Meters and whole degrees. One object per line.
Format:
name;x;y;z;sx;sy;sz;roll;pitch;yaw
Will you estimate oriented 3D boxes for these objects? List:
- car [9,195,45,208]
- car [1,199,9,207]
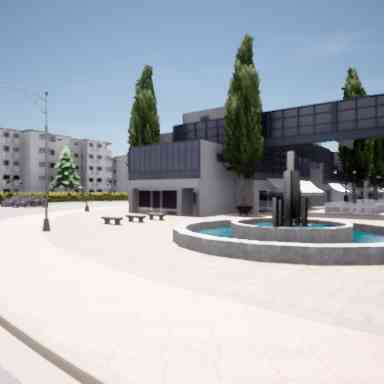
car;-22.054;1.412;45.806;1.837;1.490;4.892;0;-1;18
car;-24.992;1.248;47.966;2.097;1.767;4.553;0;0;20
